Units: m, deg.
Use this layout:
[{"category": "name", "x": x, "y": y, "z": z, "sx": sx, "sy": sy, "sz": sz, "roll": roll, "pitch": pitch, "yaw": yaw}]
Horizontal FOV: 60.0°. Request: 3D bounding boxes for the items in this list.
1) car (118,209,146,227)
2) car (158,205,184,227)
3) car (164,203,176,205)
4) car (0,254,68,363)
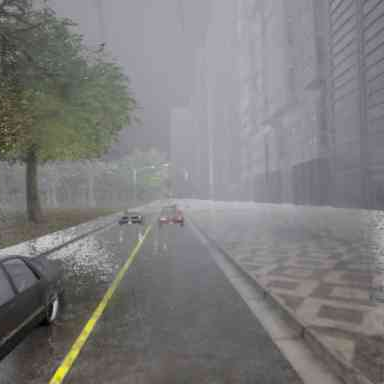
[{"category": "car", "x": -4.839, "y": 2.047, "z": 27.332, "sx": 1.895, "sy": 1.301, "sz": 4.718, "roll": -1, "pitch": -1, "yaw": -4}, {"category": "car", "x": -1.658, "y": 1.969, "z": 26.228, "sx": 1.895, "sy": 1.301, "sz": 4.718, "roll": -1, "pitch": -1, "yaw": -4}, {"category": "car", "x": -2.696, "y": 2.071, "z": 40.773, "sx": 2.128, "sy": 1.511, "sz": 4.902, "roll": -1, "pitch": -1, "yaw": -4}, {"category": "car", "x": -3.326, "y": 1.678, "z": 4.625, "sx": 2.033, "sy": 1.411, "sz": 5.357, "roll": -1, "pitch": -1, "yaw": -4}]
